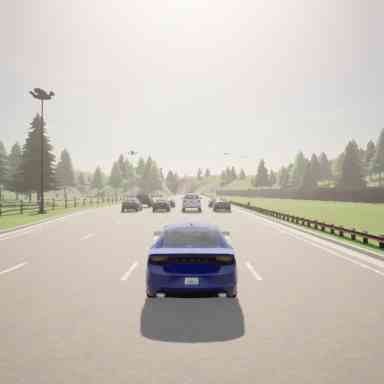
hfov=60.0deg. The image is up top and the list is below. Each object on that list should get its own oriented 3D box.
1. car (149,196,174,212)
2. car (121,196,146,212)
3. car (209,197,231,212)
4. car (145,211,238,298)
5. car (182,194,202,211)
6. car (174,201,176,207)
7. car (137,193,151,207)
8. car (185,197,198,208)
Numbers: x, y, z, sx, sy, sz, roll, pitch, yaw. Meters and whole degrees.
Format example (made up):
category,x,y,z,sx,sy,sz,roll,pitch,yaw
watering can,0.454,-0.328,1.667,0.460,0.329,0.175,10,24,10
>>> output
category,x,y,z,sx,sy,sz,roll,pitch,yaw
car,-3.542,1.505,39.161,1.837,1.490,4.892,0,0,0
car,-7.042,1.505,39.157,1.837,1.490,4.892,0,0,0
car,3.458,1.491,39.168,2.128,1.511,4.902,0,0,0
car,-0.009,1.478,8.556,1.882,1.535,5.008,0,0,0
car,-0.042,1.221,39.195,2.150,2.045,5.566,0,0,0
car,-3.553,1.564,49.580,1.994,1.385,4.181,0,0,0
car,-7.053,1.221,49.607,2.150,2.045,5.566,0,0,0
car,-0.053,1.478,49.584,1.882,1.535,5.008,0,0,0
